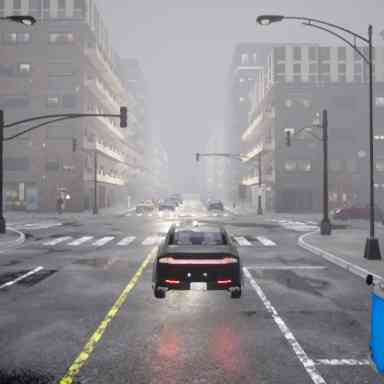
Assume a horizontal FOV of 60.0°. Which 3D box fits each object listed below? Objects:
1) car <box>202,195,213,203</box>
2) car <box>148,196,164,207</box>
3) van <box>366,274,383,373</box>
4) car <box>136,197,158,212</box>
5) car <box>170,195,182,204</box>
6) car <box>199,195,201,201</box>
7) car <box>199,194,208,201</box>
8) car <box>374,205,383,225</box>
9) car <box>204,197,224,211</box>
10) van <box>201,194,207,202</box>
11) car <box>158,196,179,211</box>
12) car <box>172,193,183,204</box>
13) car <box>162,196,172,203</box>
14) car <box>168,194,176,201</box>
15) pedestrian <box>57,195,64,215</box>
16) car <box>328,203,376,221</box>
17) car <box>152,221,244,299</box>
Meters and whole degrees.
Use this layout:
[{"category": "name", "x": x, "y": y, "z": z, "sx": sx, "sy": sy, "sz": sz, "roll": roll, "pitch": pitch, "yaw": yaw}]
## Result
[{"category": "car", "x": 2.822, "y": 1.562, "z": 45.554, "sx": 2.008, "sy": 1.369, "sz": 4.403, "roll": 1, "pitch": 0, "yaw": 0}, {"category": "car", "x": -5.542, "y": 1.453, "z": 51.218, "sx": 1.967, "sy": 1.590, "sz": 4.097, "roll": 1, "pitch": 0, "yaw": 0}, {"category": "van", "x": 2.679, "y": 1.342, "z": 1.965, "sx": 1.690, "sy": 1.788, "sz": 3.998, "roll": 1, "pitch": 0, "yaw": 0}, {"category": "car", "x": -5.572, "y": 1.535, "z": 39.763, "sx": 1.752, "sy": 1.417, "sz": 4.829, "roll": 1, "pitch": 0, "yaw": 0}, {"category": "car", "x": -2.961, "y": 1.538, "z": 50.813, "sx": 1.812, "sy": 1.442, "sz": 4.674, "roll": 0, "pitch": 0, "yaw": 0}, {"category": "car", "x": 2.881, "y": 1.545, "z": 68.294, "sx": 1.752, "sy": 1.417, "sz": 4.829, "roll": 1, "pitch": 0, "yaw": 0}, {"category": "car", "x": 2.928, "y": 1.342, "z": 85.051, "sx": 2.192, "sy": 1.841, "sz": 5.009, "roll": 1, "pitch": 0, "yaw": 0}, {"category": "car", "x": 13.590, "y": 1.581, "z": 19.687, "sx": 4.313, "sy": 1.339, "sz": 1.947, "roll": 0, "pitch": -1, "yaw": 1}, {"category": "car", "x": 2.807, "y": 1.575, "z": 39.911, "sx": 1.947, "sy": 1.339, "sz": 4.313, "roll": 1, "pitch": 0, "yaw": 0}, {"category": "van", "x": 2.855, "y": 1.356, "z": 56.838, "sx": 1.690, "sy": 1.788, "sz": 3.998, "roll": 1, "pitch": 0, "yaw": 0}, {"category": "car", "x": -2.995, "y": 1.557, "z": 40.910, "sx": 2.033, "sy": 1.411, "sz": 5.357, "roll": 0, "pitch": 0, "yaw": 0}, {"category": "car", "x": -2.900, "y": 1.240, "z": 62.076, "sx": 2.150, "sy": 2.045, "sz": 5.566, "roll": 0, "pitch": 0, "yaw": 1}, {"category": "car", "x": -5.485, "y": 1.567, "z": 73.789, "sx": 1.887, "sy": 1.381, "sz": 4.507, "roll": 1, "pitch": 0, "yaw": 0}, {"category": "car", "x": -5.439, "y": 1.470, "z": 90.717, "sx": 1.967, "sy": 1.590, "sz": 4.097, "roll": 1, "pitch": 0, "yaw": 0}, {"category": "pedestrian", "x": -12.457, "y": 1.214, "z": 31.392, "sx": 0.375, "sy": 1.860, "sz": 0.375, "roll": 0, "pitch": -1, "yaw": 1}, {"category": "car", "x": 13.715, "y": 1.605, "z": 28.068, "sx": 4.097, "sy": 1.590, "sz": 1.967, "roll": 0, "pitch": -1, "yaw": 1}, {"category": "car", "x": 0.123, "y": 1.493, "z": 8.454, "sx": 2.128, "sy": 1.511, "sz": 4.902, "roll": 0, "pitch": 0, "yaw": 0}]
